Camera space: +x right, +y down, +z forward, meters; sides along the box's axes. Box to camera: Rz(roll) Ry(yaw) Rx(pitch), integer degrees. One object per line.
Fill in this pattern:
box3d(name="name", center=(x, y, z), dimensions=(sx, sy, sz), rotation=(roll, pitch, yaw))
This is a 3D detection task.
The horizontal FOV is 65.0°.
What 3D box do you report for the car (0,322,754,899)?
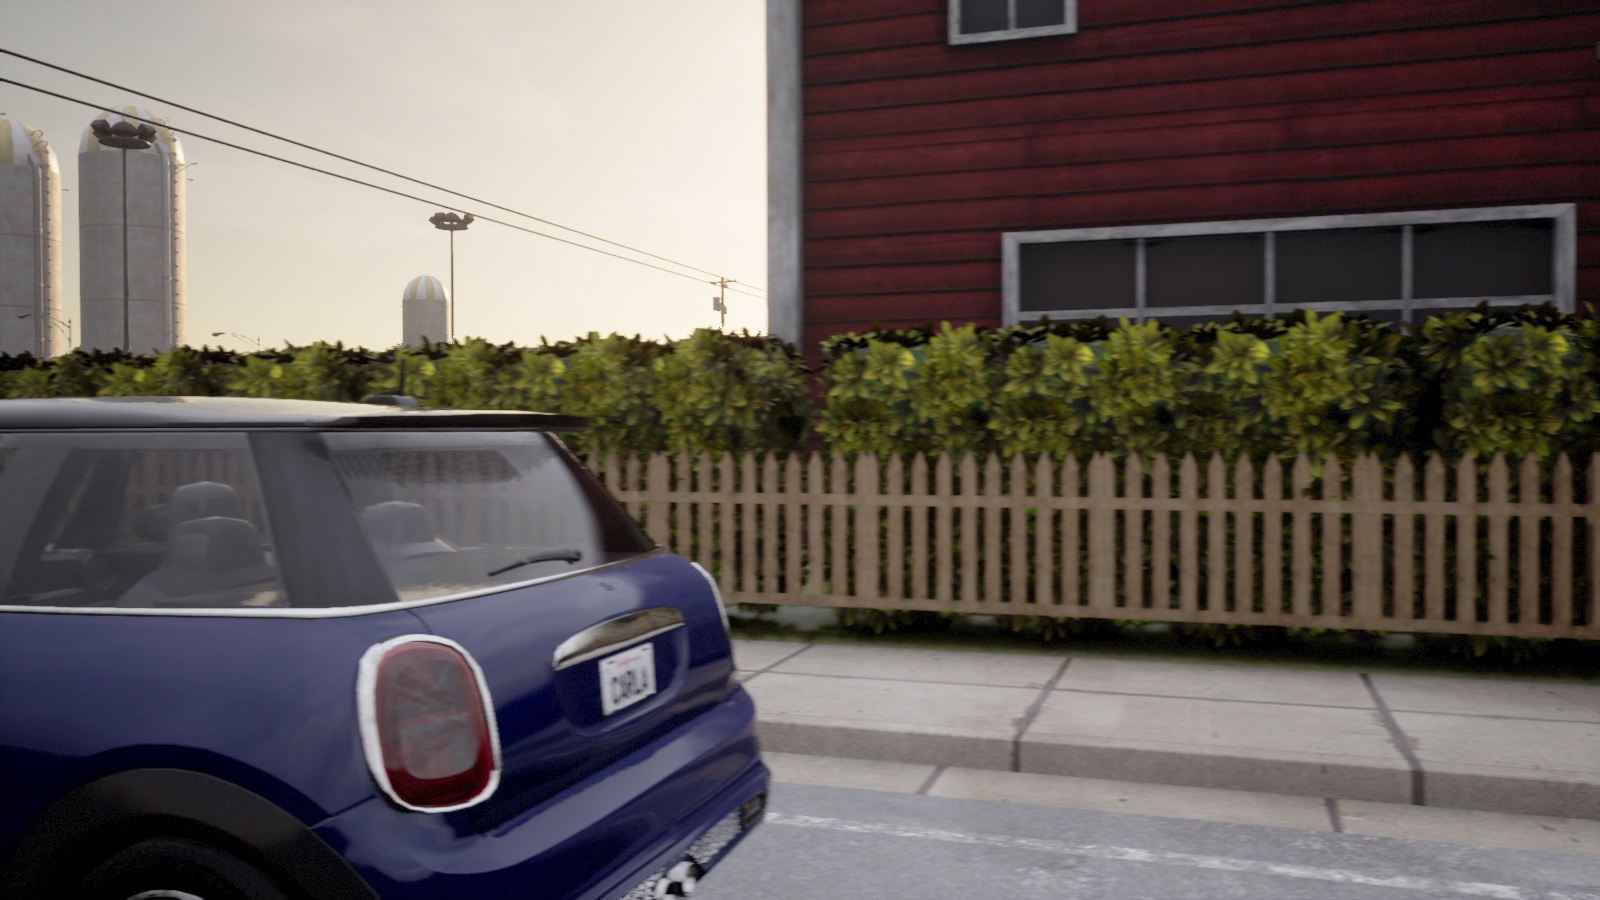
box3d(name="car", center=(-2.656, 0.610, 4.085), dimensions=(4.553, 1.767, 2.097), rotation=(1, 1, 19))
